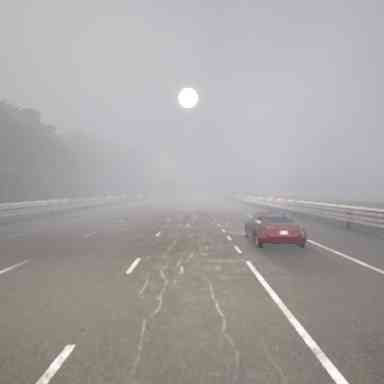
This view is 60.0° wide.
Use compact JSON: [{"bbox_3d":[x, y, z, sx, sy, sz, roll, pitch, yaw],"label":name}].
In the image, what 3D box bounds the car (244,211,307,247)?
[{"bbox_3d":[3.503,1.502,14.611,1.994,1.385,4.181,0,0,0],"label":"car"}]
